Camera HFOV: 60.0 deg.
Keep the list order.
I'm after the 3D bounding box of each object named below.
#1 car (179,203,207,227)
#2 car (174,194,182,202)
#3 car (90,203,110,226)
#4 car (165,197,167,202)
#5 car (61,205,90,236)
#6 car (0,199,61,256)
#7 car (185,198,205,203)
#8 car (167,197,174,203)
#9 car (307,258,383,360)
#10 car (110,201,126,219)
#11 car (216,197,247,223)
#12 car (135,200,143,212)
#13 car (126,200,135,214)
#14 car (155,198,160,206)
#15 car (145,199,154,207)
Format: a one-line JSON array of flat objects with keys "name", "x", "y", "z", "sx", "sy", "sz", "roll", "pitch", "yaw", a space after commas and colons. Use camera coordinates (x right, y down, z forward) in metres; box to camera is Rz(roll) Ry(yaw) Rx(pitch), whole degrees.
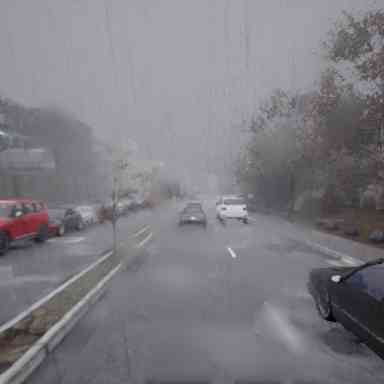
[{"name": "car", "x": 0.078, "y": 1.779, "z": 24.696, "sx": 1.994, "sy": 1.385, "sz": 4.181, "roll": 0, "pitch": -1, "yaw": 0}, {"name": "car", "x": -4.892, "y": 2.004, "z": 91.743, "sx": 2.231, "sy": 1.521, "sz": 4.892, "roll": 0, "pitch": 0, "yaw": 9}, {"name": "car", "x": -7.996, "y": 1.738, "z": 25.266, "sx": 2.002, "sy": 1.452, "sz": 4.674, "roll": 0, "pitch": 0, "yaw": 0}, {"name": "car", "x": -7.244, "y": 1.926, "z": 69.528, "sx": 1.946, "sy": 1.575, "sz": 5.366, "roll": 0, "pitch": 0, "yaw": 4}, {"name": "car", "x": -8.020, "y": 1.687, "z": 19.688, "sx": 2.163, "sy": 1.488, "sz": 4.792, "roll": 0, "pitch": 0, "yaw": 0}, {"name": "car", "x": -8.044, "y": 1.361, "z": 14.145, "sx": 2.435, "sy": 2.045, "sz": 5.566, "roll": 0, "pitch": 0, "yaw": 0}, {"name": "car", "x": 0.399, "y": 1.838, "z": 41.684, "sx": 1.837, "sy": 1.490, "sz": 4.892, "roll": 0, "pitch": -1, "yaw": 2}, {"name": "car", "x": -6.295, "y": 1.964, "z": 80.505, "sx": 1.946, "sy": 1.575, "sz": 5.366, "roll": 0, "pitch": 0, "yaw": 7}, {"name": "car", "x": 3.245, "y": 1.590, "z": 4.322, "sx": 2.033, "sy": 1.411, "sz": 5.357, "roll": 0, "pitch": -1, "yaw": 0}, {"name": "car", "x": -7.971, "y": 1.766, "z": 30.782, "sx": 2.163, "sy": 1.488, "sz": 4.792, "roll": 0, "pitch": 0, "yaw": 0}, {"name": "car", "x": 3.241, "y": 1.461, "z": 27.799, "sx": 2.150, "sy": 2.045, "sz": 5.566, "roll": 0, "pitch": 0, "yaw": 0}, {"name": "car", "x": -7.923, "y": 1.806, "z": 41.910, "sx": 2.231, "sy": 1.521, "sz": 4.892, "roll": 0, "pitch": 0, "yaw": 0}, {"name": "car", "x": -7.948, "y": 1.812, "z": 36.359, "sx": 2.002, "sy": 1.452, "sz": 4.674, "roll": 0, "pitch": 0, "yaw": 0}, {"name": "car", "x": -7.644, "y": 1.934, "z": 62.498, "sx": 2.163, "sy": 1.488, "sz": 4.792, "roll": 0, "pitch": 0, "yaw": 3}, {"name": "car", "x": -7.875, "y": 1.863, "z": 52.902, "sx": 2.097, "sy": 1.535, "sz": 5.008, "roll": 0, "pitch": 0, "yaw": 1}]
